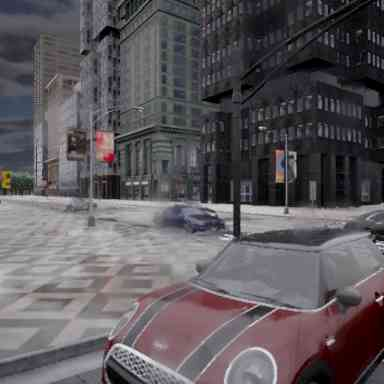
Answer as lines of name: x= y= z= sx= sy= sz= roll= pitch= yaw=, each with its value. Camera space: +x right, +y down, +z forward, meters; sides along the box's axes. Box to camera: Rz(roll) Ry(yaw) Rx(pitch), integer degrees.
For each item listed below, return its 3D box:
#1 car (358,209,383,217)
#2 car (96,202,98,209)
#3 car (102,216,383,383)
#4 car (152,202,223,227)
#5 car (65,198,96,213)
car: x=8.979 y=1.499 z=13.791 sx=4.892 sy=1.490 sz=1.837 roll=0 pitch=1 yaw=38
car: x=-14.163 y=1.587 z=44.423 sx=1.895 sy=1.301 sz=4.718 roll=0 pitch=0 yaw=-35
car: x=1.162 y=1.352 z=4.299 sx=2.097 sy=1.767 sz=4.553 roll=0 pitch=0 yaw=44
car: x=-0.366 y=1.542 z=19.359 sx=2.033 sy=1.411 sz=5.357 roll=0 pitch=0 yaw=-35
car: x=-12.536 y=1.495 z=36.469 sx=1.837 sy=1.490 sz=4.892 roll=0 pitch=0 yaw=-35
